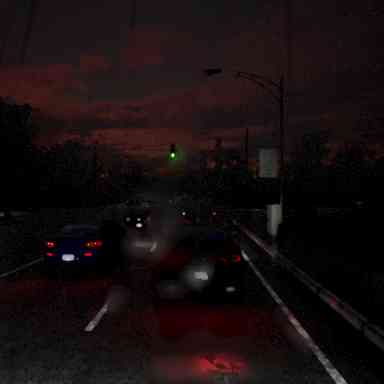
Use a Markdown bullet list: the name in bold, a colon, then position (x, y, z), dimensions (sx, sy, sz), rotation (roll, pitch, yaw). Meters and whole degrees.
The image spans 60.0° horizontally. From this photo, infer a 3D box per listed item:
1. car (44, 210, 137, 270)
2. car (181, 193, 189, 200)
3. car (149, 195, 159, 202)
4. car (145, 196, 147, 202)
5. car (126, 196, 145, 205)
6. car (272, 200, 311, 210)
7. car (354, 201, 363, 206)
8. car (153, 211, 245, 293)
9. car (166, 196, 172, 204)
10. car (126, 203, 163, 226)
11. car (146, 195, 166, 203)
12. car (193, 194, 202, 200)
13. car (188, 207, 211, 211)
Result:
- **car**: position (-3.249, 1.563, 11.119), dimensions (1.812, 1.442, 4.674), rotation (0, 0, 1)
- **car**: position (-1.876, 1.406, 86.482), dimensions (1.812, 1.442, 4.674), rotation (0, 1, 1)
- **car**: position (-9.008, 1.488, 79.200), dimensions (1.837, 1.490, 4.892), rotation (0, 1, 1)
- **car**: position (-9.234, 1.561, 67.972), dimensions (2.128, 1.511, 4.902), rotation (0, 0, 1)
- **car**: position (-9.576, 1.551, 55.096), dimensions (1.882, 1.535, 5.008), rotation (0, 0, 1)
- **car**: position (12.851, 1.668, 43.300), dimensions (4.718, 1.301, 1.895), rotation (0, 0, -1)
- **car**: position (23.370, 1.423, 43.669), dimensions (4.553, 1.767, 2.097), rotation (0, 0, -2)
- **car**: position (0.219, 1.511, 8.985), dimensions (1.882, 1.535, 5.008), rotation (0, 0, 1)
- **car**: position (-5.736, 1.594, 68.074), dimensions (1.812, 1.442, 4.674), rotation (0, 0, 1)
- **car**: position (-3.035, 1.652, 21.754), dimensions (1.895, 1.301, 4.718), rotation (0, 0, 1)
- **car**: position (-6.045, 1.638, 56.438), dimensions (1.994, 1.385, 4.181), rotation (0, 0, 1)
- **car**: position (1.626, 1.430, 86.425), dimensions (2.033, 1.411, 5.357), rotation (0, 1, 1)
- **car**: position (0.431, 1.597, 19.889), dimensions (2.033, 1.411, 5.357), rotation (0, 0, 2)
